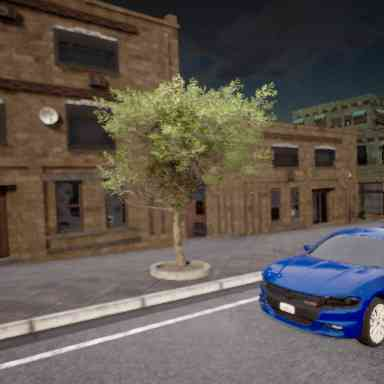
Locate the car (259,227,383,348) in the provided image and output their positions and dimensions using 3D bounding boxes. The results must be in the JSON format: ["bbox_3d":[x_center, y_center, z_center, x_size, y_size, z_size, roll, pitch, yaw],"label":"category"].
[{"bbox_3d":[3.461,1.461,6.459,5.008,1.535,1.882,0,0,-35],"label":"car"}]
